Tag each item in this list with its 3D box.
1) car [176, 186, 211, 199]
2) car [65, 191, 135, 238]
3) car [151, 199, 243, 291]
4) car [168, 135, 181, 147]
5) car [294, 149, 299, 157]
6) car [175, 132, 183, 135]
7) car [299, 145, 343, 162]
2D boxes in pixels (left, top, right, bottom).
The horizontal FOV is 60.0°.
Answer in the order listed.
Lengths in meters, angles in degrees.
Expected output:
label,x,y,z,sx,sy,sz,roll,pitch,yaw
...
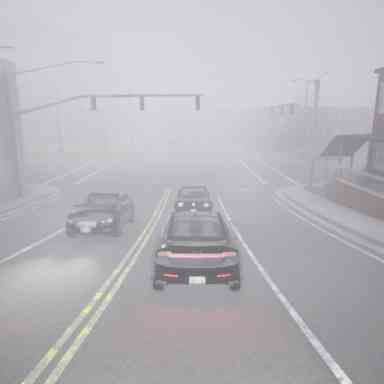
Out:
label,x,y,z,sx,sy,sz,roll,pitch,yaw
car,0.084,0.316,18.079,1.895,1.301,4.718,0,8,0
car,-3.560,0.767,13.611,2.128,1.511,4.902,0,6,0
car,0.099,1.215,8.373,2.128,1.511,4.902,0,4,0
car,-3.542,-9.501,63.718,1.837,1.490,4.892,0,13,1
car,16.227,-5.516,44.963,4.553,1.767,2.097,0,12,0
car,-3.502,-12.664,78.276,1.994,1.385,4.181,0,12,0
car,16.352,-4.763,41.545,4.553,1.767,2.097,0,12,0
